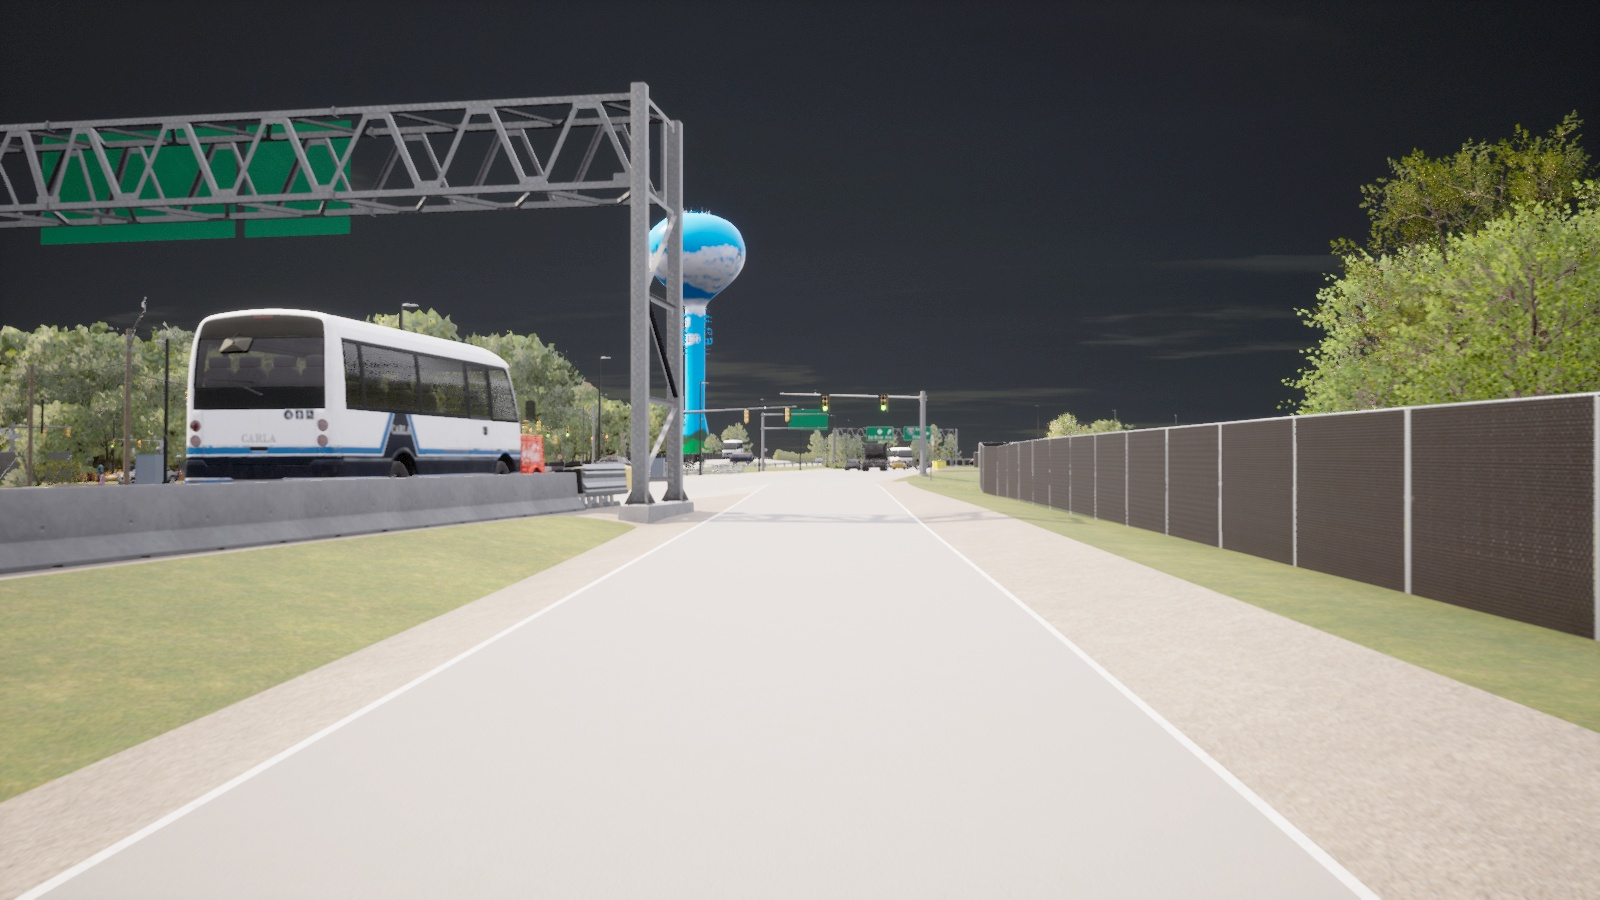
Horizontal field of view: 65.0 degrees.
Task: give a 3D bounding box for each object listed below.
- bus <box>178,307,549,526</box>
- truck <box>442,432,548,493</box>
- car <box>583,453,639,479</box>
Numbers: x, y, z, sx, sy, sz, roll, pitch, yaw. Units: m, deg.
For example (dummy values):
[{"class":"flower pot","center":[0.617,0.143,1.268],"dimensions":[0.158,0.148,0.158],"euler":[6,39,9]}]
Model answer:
[{"class":"bus","center":[-9.625,-0.605,29.735],"dimensions":[3.944,4.253,10.273],"euler":[0,-1,9]},{"class":"truck","center":[-12.958,0.522,53.846],"dimensions":[2.627,2.467,5.204],"euler":[0,0,9]},{"class":"car","center":[-12.207,1.047,81.454],"dimensions":[2.152,1.651,5.027],"euler":[0,-1,9]}]
